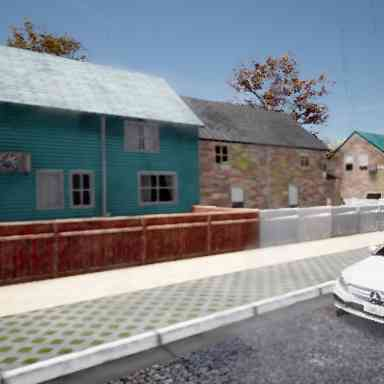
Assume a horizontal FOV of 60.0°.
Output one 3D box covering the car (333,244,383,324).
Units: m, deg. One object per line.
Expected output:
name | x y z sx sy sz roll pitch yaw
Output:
car | 4.657 1.501 6.382 4.674 1.442 1.812 0 0 -35
